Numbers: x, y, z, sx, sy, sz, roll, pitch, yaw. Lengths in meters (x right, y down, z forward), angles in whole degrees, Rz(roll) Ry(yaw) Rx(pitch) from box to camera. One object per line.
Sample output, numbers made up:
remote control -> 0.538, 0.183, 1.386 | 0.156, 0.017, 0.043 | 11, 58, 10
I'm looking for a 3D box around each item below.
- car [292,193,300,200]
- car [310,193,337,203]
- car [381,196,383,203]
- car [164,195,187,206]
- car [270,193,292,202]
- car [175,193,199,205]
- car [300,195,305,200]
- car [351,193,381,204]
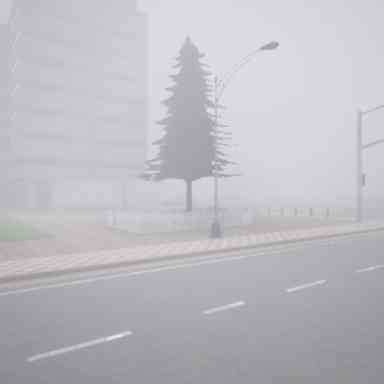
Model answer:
car -> 24.072, 1.374, 83.020 | 1.784, 1.438, 3.905 | 0, 0, -36
car -> 25.773, 1.404, 65.694 | 1.970, 1.475, 3.806 | 0, 0, -36
car -> 41.883, 1.375, 77.196 | 1.784, 1.438, 3.905 | 0, 0, -36
car -> -2.853, 1.569, 53.648 | 1.994, 1.385, 4.181 | 0, 0, -35
car -> 21.713, 1.405, 81.342 | 1.970, 1.475, 3.806 | 0, 0, -36
car -> -1.096, 1.229, 57.221 | 2.150, 2.045, 5.566 | 0, 0, -35
car -> 26.229, 1.164, 84.618 | 1.932, 1.855, 4.605 | 0, 0, -36
car -> 39.486, 1.165, 75.568 | 1.932, 1.855, 4.605 | 0, 0, -36
